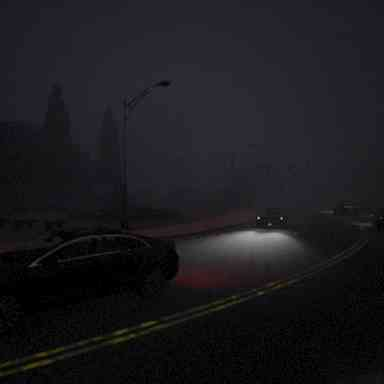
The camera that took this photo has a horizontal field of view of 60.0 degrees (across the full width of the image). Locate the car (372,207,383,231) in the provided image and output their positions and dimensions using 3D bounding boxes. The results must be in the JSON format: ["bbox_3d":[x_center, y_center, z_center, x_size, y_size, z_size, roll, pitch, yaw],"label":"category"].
[{"bbox_3d":[12.811,1.686,21.432,1.812,1.442,4.674,0,0,24],"label":"car"}]

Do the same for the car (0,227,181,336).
[{"bbox_3d":[-2.476,1.535,6.846,4.902,1.511,2.128,0,0,-41],"label":"car"}]

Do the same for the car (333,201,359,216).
[{"bbox_3d":[16.912,1.756,36.635,2.128,1.511,4.902,0,-1,11],"label":"car"}]

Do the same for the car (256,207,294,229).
[{"bbox_3d":[5.836,1.764,23.150,1.895,1.301,4.718,0,0,24],"label":"car"}]
